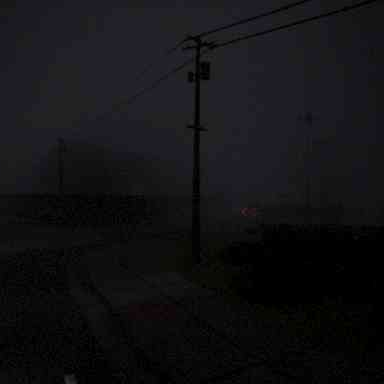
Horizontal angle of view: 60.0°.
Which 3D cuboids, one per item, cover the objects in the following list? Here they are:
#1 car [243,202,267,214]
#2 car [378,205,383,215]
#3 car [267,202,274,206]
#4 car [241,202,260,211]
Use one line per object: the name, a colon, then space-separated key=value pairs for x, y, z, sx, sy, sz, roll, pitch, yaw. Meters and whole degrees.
car: x=8.838 y=2.388 z=47.241 sx=1.895 sy=1.301 sz=4.718 roll=0 pitch=-1 yaw=25
car: x=28.625 y=2.571 z=48.858 sx=1.812 sy=1.442 sz=4.674 roll=0 pitch=-1 yaw=24
car: x=12.521 y=2.450 z=55.354 sx=1.837 sy=1.490 sz=4.892 roll=0 pitch=0 yaw=25
car: x=10.603 y=2.530 z=59.734 sx=2.033 sy=1.411 sz=5.357 roll=0 pitch=-1 yaw=25
